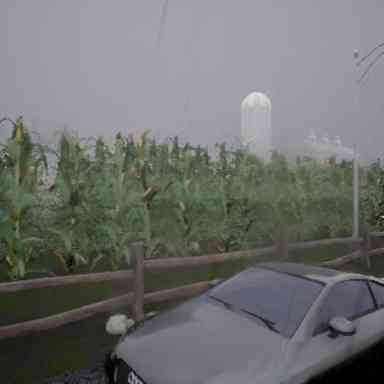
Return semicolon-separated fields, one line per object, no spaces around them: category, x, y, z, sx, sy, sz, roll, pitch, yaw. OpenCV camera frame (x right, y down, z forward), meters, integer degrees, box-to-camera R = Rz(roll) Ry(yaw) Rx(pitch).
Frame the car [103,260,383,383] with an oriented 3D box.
car;1.149;1.580;3.882;4.181;1.385;1.994;0;0;-35
